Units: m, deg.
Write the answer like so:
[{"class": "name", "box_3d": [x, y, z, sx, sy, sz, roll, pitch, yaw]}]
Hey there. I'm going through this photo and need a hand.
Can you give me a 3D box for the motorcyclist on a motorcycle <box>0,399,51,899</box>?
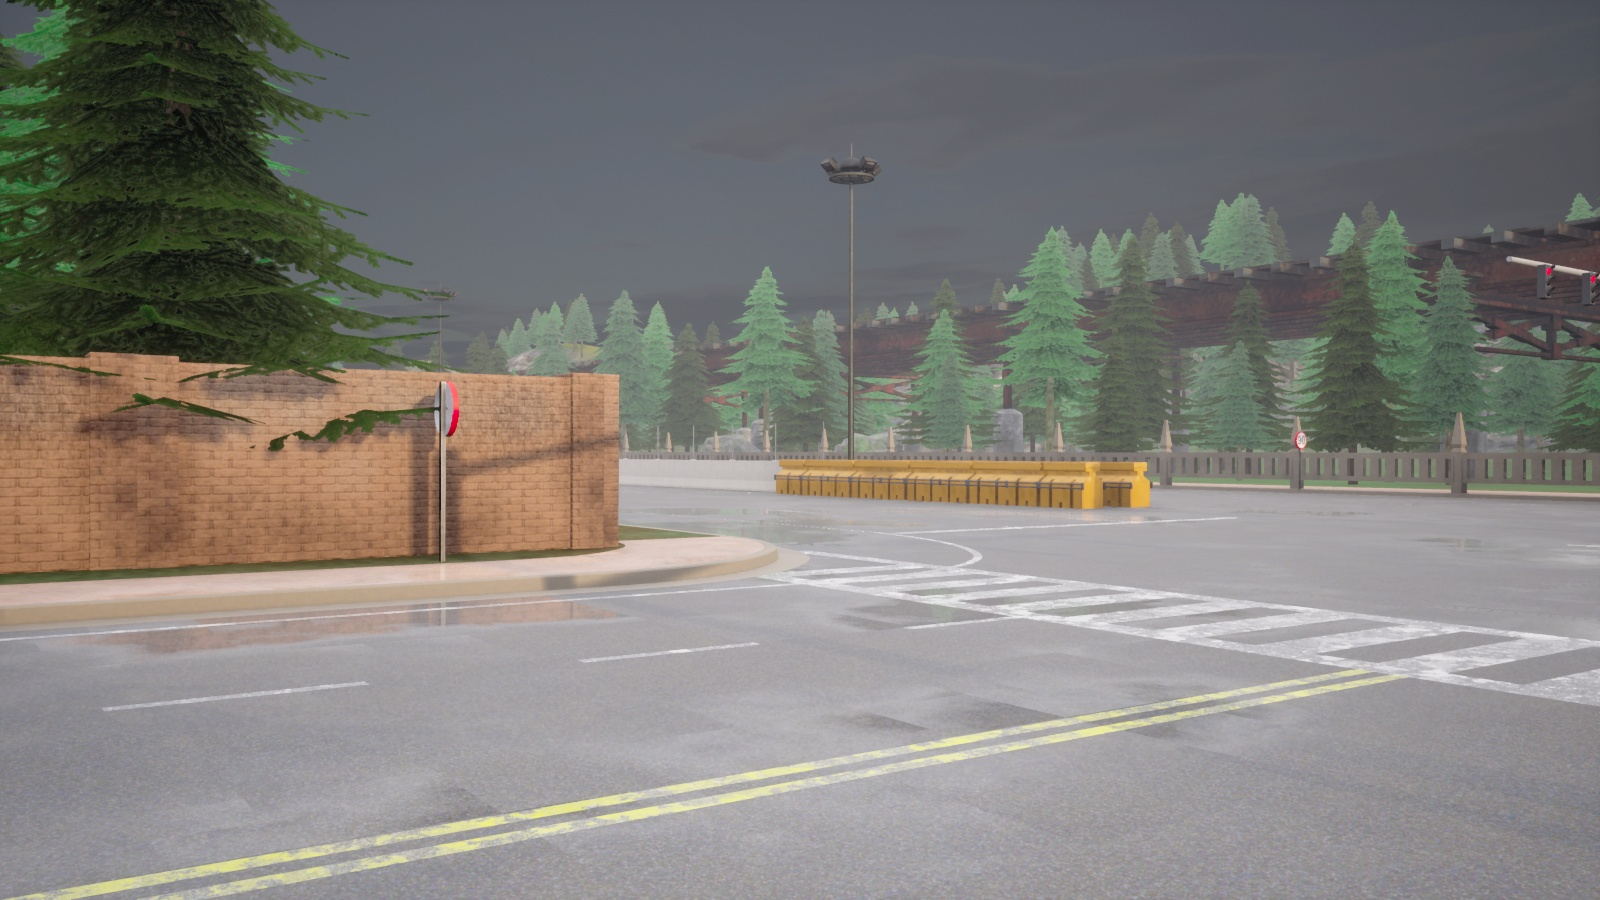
[{"class": "motorcyclist on a motorcycle", "box_3d": [-2.313, 0.708, 2.049, 1.817, 1.590, 0.866, 0, 0, -35]}]
